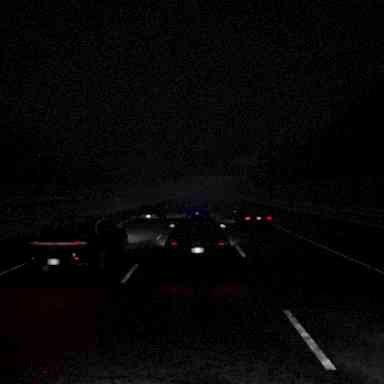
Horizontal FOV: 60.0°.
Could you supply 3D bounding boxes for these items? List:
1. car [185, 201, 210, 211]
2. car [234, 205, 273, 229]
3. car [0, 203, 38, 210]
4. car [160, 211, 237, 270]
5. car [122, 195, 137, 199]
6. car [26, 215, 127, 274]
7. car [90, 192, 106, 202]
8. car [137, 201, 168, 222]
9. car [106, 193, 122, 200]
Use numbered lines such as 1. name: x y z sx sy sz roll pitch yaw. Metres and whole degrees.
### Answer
1. car: 0.469 1.447 27.510 1.882 1.535 5.008 0 0 1
2. car: 3.825 1.526 21.302 2.033 1.411 5.357 0 0 1
3. car: -13.755 1.560 26.650 1.895 1.301 4.718 0 0 1
4. car: 0.177 1.551 11.024 1.994 1.385 4.181 0 0 1
5. car: -11.996 1.414 67.473 2.033 1.411 5.357 0 0 3
6. car: -3.330 1.478 10.485 2.128 1.511 4.902 0 0 1
7. car: -18.959 1.073 68.287 2.150 2.045 5.566 0 0 3
8. car: -3.064 1.473 26.187 1.837 1.490 4.892 0 0 1
9. car: -15.462 1.208 68.127 2.097 1.767 4.553 0 0 3
